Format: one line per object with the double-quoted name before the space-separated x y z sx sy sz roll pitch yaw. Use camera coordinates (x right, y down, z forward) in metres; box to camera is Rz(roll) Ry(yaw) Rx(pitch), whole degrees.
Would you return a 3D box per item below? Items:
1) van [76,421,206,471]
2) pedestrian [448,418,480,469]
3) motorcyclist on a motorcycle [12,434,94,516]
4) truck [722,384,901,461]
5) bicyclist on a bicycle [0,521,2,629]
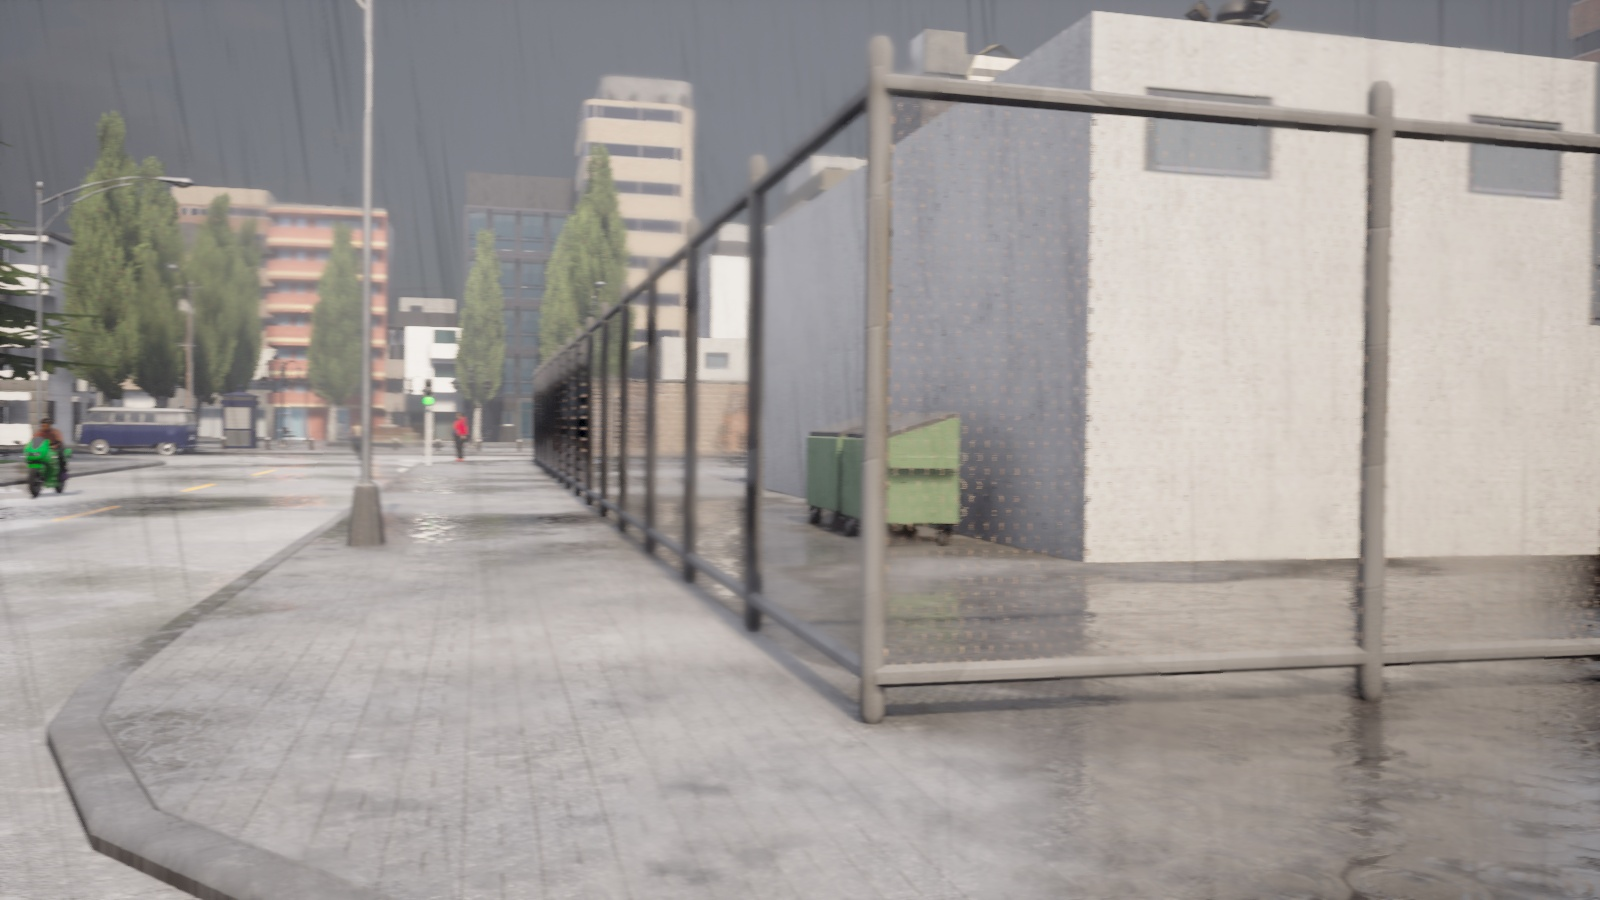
"van" -27.327 -0.178 52.185 4.442 1.987 1.775 -1 1 -10
"pedestrian" -12.360 -0.252 46.192 0.899 1.844 0.634 -1 1 -39
"motorcyclist on a motorcycle" -14.532 0.454 24.483 0.797 1.523 2.044 -1 1 -14
"truck" 0.497 -1.314 59.206 7.936 3.462 2.891 -1 1 -14
"bicyclist on a bicycle" -6.460 0.558 9.053 0.659 1.776 1.843 -1 1 -16
